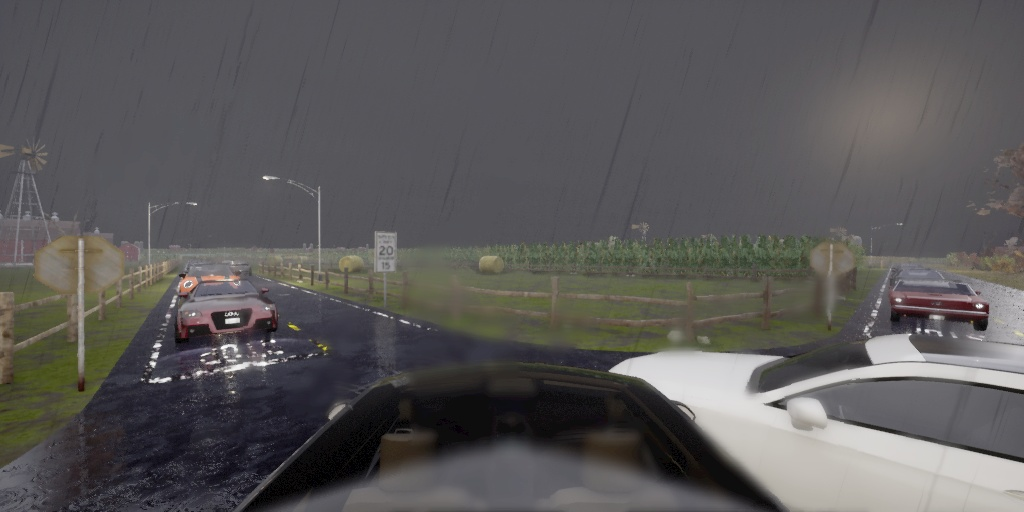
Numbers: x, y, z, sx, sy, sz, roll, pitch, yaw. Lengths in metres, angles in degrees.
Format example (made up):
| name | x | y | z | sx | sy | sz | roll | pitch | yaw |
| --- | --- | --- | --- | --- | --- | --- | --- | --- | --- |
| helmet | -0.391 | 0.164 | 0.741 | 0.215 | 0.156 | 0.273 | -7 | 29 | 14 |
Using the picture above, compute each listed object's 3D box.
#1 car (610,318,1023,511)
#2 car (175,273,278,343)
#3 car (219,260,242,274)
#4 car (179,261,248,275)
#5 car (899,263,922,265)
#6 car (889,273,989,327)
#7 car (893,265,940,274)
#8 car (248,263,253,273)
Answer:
| name | x | y | z | sx | sy | sz | roll | pitch | yaw |
| --- | --- | --- | --- | --- | --- | --- | --- | --- | --- |
| car | 2.831 | 1.294 | 2.418 | 1.812 | 1.442 | 4.674 | 0 | 1 | -44 |
| car | -7.973 | 1.356 | 9.969 | 1.994 | 1.385 | 4.181 | 0 | 0 | -43 |
| car | -33.843 | 1.309 | 43.056 | 1.837 | 1.490 | 4.892 | 0 | 0 | -42 |
| car | -13.770 | 1.141 | 16.434 | 2.097 | 1.767 | 4.553 | 0 | 0 | -42 |
| car | 27.271 | 1.405 | 24.378 | 4.181 | 1.385 | 1.994 | 0 | 1 | -43 |
| car | 13.481 | 1.400 | 11.514 | 4.718 | 1.301 | 1.895 | 0 | 1 | -43 |
| car | 20.537 | 1.366 | 18.101 | 5.357 | 1.411 | 2.033 | 0 | 1 | -43 |
| car | -27.098 | 1.287 | 35.620 | 2.128 | 1.511 | 4.902 | 0 | 0 | -42 |
